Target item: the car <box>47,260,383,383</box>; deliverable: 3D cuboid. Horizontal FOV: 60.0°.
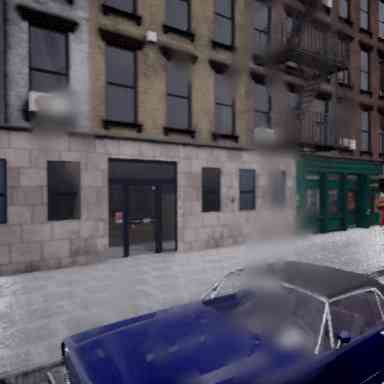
[{"bbox_3d":[0.991,1.593,3.778,4.718,1.301,1.895,0,0,-35],"label":"car"}]
